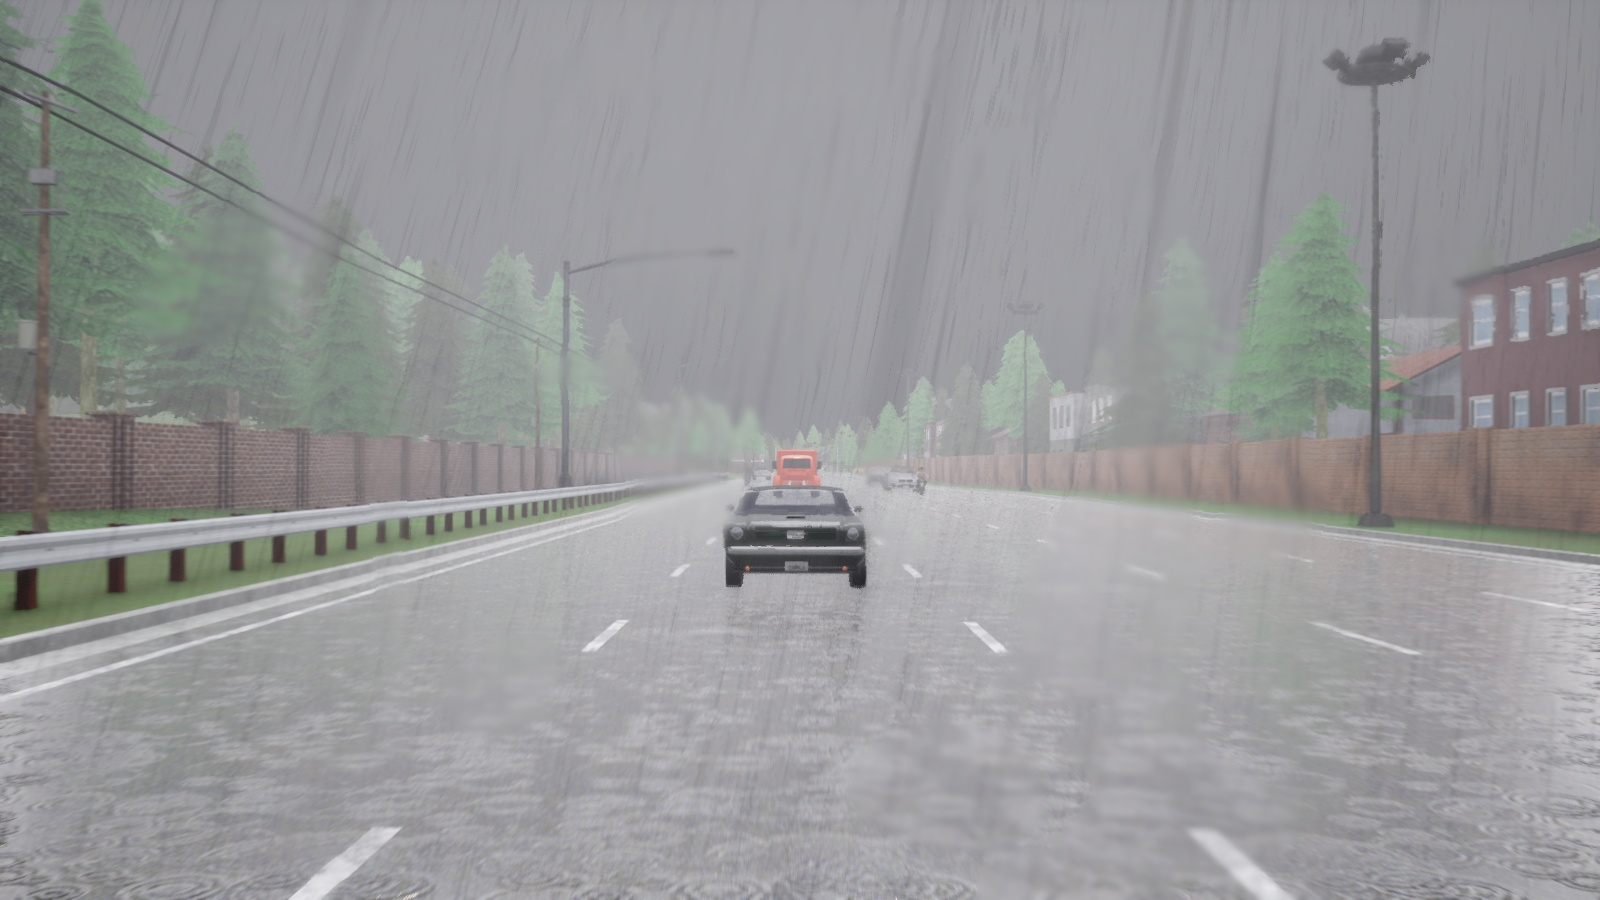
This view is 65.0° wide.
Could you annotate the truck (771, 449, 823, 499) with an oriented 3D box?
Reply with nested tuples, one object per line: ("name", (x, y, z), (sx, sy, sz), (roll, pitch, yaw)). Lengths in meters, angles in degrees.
("truck", (-0.157, 1.243, 65.618), (2.627, 2.467, 5.204), (0, -1, 0))

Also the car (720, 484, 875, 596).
("car", (-0.042, 1.159, 17.737), (1.895, 1.301, 4.718), (0, -1, 0))

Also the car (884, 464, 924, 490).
("car", (6.804, 1.786, 82.665), (2.242, 1.667, 4.611), (0, -1, 0))
